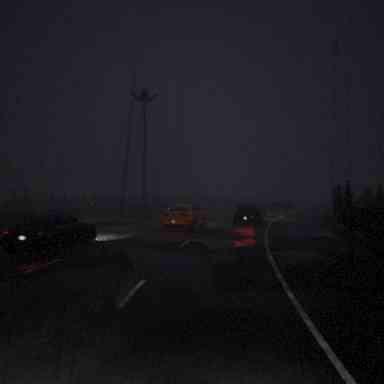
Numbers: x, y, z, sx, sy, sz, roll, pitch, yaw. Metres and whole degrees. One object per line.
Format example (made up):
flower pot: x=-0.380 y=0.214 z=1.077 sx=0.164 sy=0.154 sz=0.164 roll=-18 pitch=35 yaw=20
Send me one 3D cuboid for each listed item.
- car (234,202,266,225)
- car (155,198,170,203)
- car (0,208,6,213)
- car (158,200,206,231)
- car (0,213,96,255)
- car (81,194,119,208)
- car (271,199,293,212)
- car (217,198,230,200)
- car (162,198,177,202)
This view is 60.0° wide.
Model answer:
car: x=4.349 y=1.533 z=24.868 sx=1.837 sy=1.490 sz=4.892 roll=0 pitch=0 yaw=18
car: x=-3.757 y=1.602 z=49.845 sx=2.128 sy=1.511 sz=4.902 roll=0 pitch=0 yaw=30
car: x=-12.105 y=1.355 z=17.657 sx=2.097 sy=1.767 sz=4.553 roll=0 pitch=0 yaw=11
car: x=-0.419 y=1.500 z=21.037 sx=1.882 sy=1.535 sz=5.008 roll=0 pitch=0 yaw=14
car: x=-5.561 y=1.567 z=13.502 sx=1.994 sy=1.385 sz=4.181 roll=0 pitch=0 yaw=9
car: x=-11.593 y=1.305 z=42.321 sx=2.150 sy=2.045 sz=5.566 roll=0 pitch=0 yaw=25
car: x=10.761 y=1.573 z=39.670 sx=1.812 sy=1.442 sz=4.674 roll=0 pitch=0 yaw=29
car: x=5.355 y=1.699 z=57.459 sx=1.994 sy=1.385 sz=4.181 roll=0 pitch=0 yaw=37
car: x=-0.804 y=1.568 z=31.284 sx=1.812 sy=1.442 sz=4.674 roll=0 pitch=0 yaw=21
